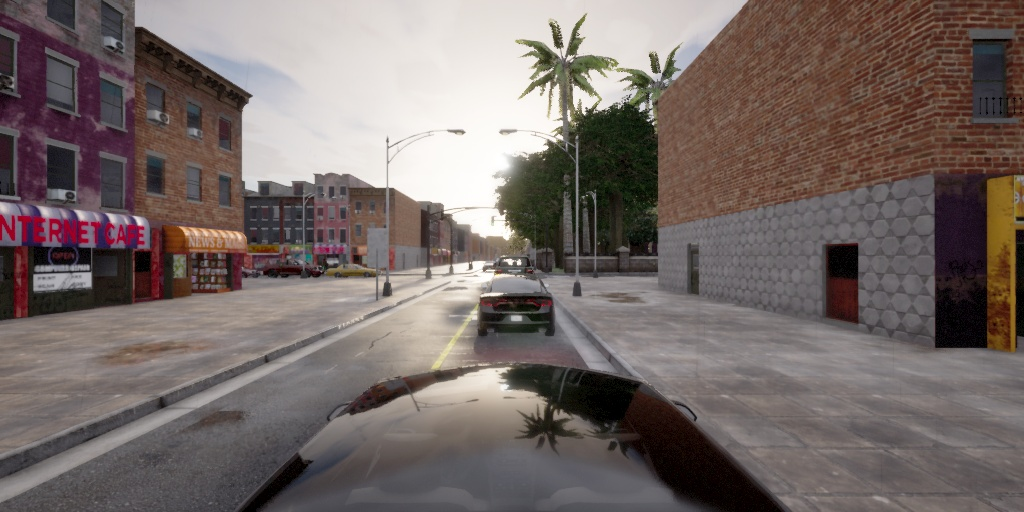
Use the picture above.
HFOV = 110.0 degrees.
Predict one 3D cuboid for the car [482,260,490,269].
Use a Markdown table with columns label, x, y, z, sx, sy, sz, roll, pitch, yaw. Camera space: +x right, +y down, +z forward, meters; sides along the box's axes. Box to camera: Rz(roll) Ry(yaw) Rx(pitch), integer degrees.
| label | x | y | z | sx | sy | sz | roll | pitch | yaw |
| --- | --- | --- | --- | --- | --- | --- | --- | --- | --- |
| car | -2.842 | 1.316 | 47.819 | 1.812 | 1.442 | 4.674 | 0 | 0 | 0 |

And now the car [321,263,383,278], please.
| label | x | y | z | sx | sy | sz | roll | pitch | yaw |
| --- | --- | --- | --- | --- | --- | --- | --- | --- | --- |
| car | -14.429 | 1.324 | 32.956 | 4.829 | 1.417 | 1.751 | 0 | 0 | 0 |

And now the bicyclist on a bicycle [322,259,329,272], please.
| label | x | y | z | sx | sy | sz | roll | pitch | yaw |
| --- | --- | --- | --- | --- | --- | --- | --- | --- | --- |
| bicyclist on a bicycle | -20.131 | 1.124 | 38.597 | 0.582 | 1.620 | 1.656 | 0 | 0 | 0 |

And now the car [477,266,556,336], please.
| label | x | y | z | sx | sy | sz | roll | pitch | yaw |
| --- | --- | --- | --- | --- | --- | --- | --- | --- | --- |
| car | 0.102 | 1.230 | 10.405 | 1.882 | 1.535 | 5.008 | 0 | 0 | 0 |

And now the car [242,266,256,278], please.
| label | x | y | z | sx | sy | sz | roll | pitch | yaw |
| --- | --- | --- | --- | --- | --- | --- | --- | --- | --- |
| car | -25.503 | 1.409 | 32.947 | 4.207 | 1.307 | 1.802 | 0 | 0 | 0 |

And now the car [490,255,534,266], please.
| label | x | y | z | sx | sy | sz | roll | pitch | yaw |
| --- | --- | --- | --- | --- | --- | --- | --- | --- | --- |
| car | 0.109 | 0.980 | 20.402 | 2.150 | 2.045 | 5.566 | 0 | 0 | 0 |

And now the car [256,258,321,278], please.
| label | x | y | z | sx | sy | sz | roll | pitch | yaw |
| --- | --- | --- | --- | --- | --- | --- | --- | --- | --- |
| car | -20.051 | 1.127 | 32.951 | 5.009 | 1.841 | 2.192 | 0 | 0 | 0 |
